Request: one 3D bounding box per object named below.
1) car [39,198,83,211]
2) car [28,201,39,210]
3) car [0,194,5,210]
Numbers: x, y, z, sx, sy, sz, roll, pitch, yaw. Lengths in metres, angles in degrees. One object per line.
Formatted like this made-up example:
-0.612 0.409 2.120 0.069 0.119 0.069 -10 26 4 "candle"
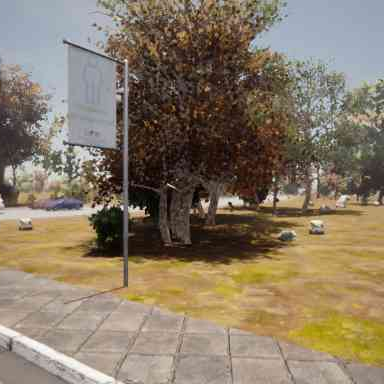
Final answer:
-15.419 1.514 40.154 1.812 1.442 4.674 0 0 38 "car"
-18.367 1.553 42.067 1.994 1.385 4.181 0 0 38 "car"
-21.435 1.221 32.592 2.150 2.045 5.566 0 0 39 "car"
